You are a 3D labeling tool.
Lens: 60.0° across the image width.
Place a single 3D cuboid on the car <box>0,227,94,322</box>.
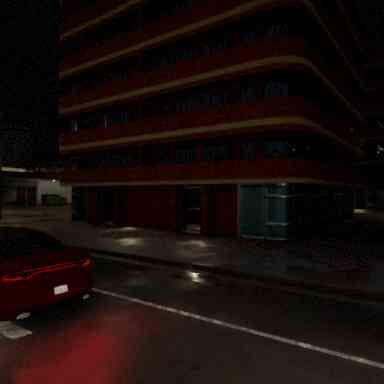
[{"bbox_3d":[-4.207,1.477,6.996,5.008,1.535,1.882,0,0,35],"label":"car"}]
